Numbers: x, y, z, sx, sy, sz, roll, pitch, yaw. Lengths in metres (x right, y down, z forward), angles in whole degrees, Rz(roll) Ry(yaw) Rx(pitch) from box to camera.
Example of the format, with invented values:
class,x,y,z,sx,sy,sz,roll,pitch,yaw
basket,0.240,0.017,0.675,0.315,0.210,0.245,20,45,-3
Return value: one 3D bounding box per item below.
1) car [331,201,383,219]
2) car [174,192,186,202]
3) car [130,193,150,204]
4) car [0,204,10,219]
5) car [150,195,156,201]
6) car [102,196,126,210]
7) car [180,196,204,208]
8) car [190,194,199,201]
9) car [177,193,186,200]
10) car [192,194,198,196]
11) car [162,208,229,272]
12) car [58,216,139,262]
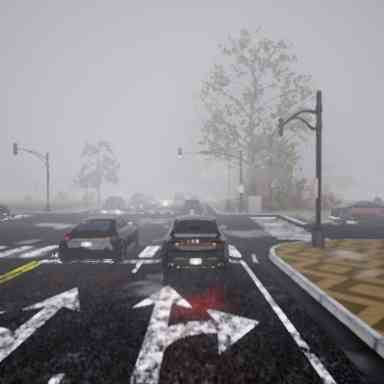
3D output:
class,x,y,z,sx,sy,sz,roll,pitch,yaw
car,13.729,1.430,27.369,4.181,1.385,1.994,0,1,3
car,-2.713,1.081,70.932,2.150,2.045,5.566,0,0,1
car,-9.435,1.112,59.344,2.150,2.045,5.566,0,0,1
car,-16.797,1.459,25.959,4.892,1.490,1.837,0,0,8
car,-9.170,1.310,73.555,1.812,1.442,4.674,0,0,1
car,-9.779,1.283,41.957,2.097,1.767,4.553,0,0,1
car,0.039,1.432,32.438,1.837,1.490,4.892,0,0,0
car,0.709,1.251,81.266,2.128,1.511,4.902,0,0,1
car,-2.541,1.081,81.289,2.097,1.767,4.553,0,0,1
car,0.543,1.379,71.232,1.812,1.442,4.674,0,0,1
car,0.093,1.489,10.745,1.837,1.490,4.892,0,0,0
car,-3.160,1.558,12.011,1.994,1.385,4.181,0,0,0
